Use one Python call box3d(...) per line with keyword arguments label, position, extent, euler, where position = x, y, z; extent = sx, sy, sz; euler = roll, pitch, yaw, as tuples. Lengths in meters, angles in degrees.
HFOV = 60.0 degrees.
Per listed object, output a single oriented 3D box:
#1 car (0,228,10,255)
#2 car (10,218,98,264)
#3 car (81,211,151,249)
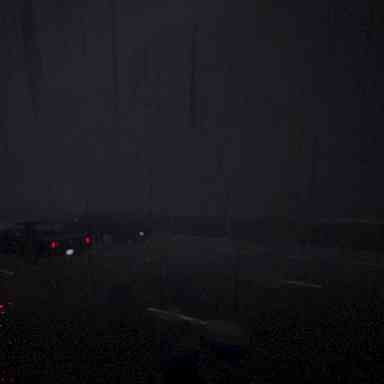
box3d(label="car", position=(-7.156, 1.622, 9.020), extent=(4.892, 1.490, 1.837), euler=(-1, 0, 35))
box3d(label="car", position=(-5.908, 1.736, 12.423), extent=(4.718, 1.301, 1.895), euler=(-1, -1, 35))
box3d(label="car", position=(-4.154, 1.626, 15.468), extent=(5.008, 1.535, 1.882), euler=(-1, 0, 35))
